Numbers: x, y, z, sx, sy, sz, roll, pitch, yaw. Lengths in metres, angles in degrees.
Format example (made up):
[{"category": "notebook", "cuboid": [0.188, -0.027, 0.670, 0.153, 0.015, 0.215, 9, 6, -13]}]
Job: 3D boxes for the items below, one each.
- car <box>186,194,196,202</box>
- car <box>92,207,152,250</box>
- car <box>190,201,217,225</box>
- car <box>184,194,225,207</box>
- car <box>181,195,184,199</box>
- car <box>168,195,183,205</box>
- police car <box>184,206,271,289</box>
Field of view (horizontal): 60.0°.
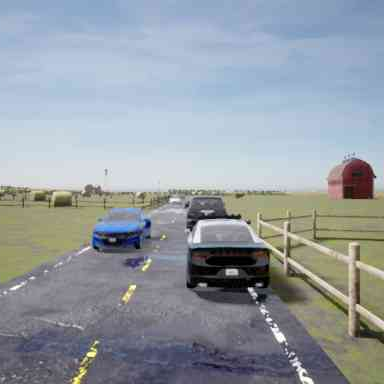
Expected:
[{"category": "car", "cuboid": [-0.163, 1.255, 71.673, 2.097, 1.767, 4.553, 0, 0, 0]}, {"category": "car", "cuboid": [-2.884, 1.476, 14.554, 1.882, 1.535, 5.008, 0, 0, 0]}, {"category": "car", "cuboid": [0.766, 1.501, 25.230, 1.837, 1.490, 4.892, 0, 0, 0]}, {"category": "car", "cuboid": [0.779, 1.221, 19.259, 2.150, 2.045, 5.566, 0, 0, 0]}, {"category": "car", "cuboid": [-0.077, 1.538, 46.080, 2.033, 1.411, 5.357, 0, 0, 0]}, {"category": "car", "cuboid": [-2.962, 1.512, 57.907, 1.812, 1.442, 4.674, 0, 0, 0]}, {"category": "police car", "cuboid": [0.802, 1.424, 9.340, 1.930, 1.638, 5.238, 0, 0, 0]}]
